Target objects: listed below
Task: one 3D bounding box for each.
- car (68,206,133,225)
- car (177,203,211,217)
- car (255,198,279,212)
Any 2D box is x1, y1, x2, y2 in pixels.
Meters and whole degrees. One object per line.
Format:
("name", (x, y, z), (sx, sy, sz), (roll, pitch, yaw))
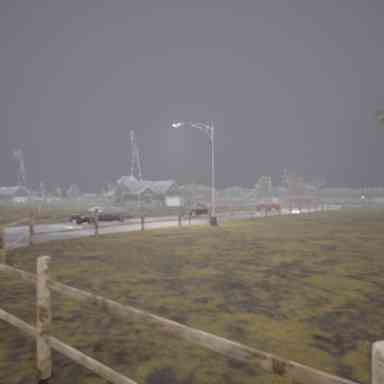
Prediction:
("car", (-7.144, 1.810, 26.666), (2.033, 1.411, 5.357), (-2, -2, 36))
("car", (0.270, 1.980, 37.018), (1.837, 1.490, 4.892), (-2, -2, 36))
("car", (12.168, 2.056, 53.510), (2.150, 2.045, 5.566), (-2, -2, 36))
